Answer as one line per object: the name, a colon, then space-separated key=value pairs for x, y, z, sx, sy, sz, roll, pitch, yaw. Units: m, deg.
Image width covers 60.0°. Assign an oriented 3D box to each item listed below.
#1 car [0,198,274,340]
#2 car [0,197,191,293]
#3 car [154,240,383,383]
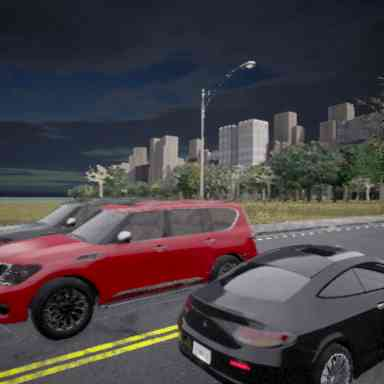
car: x=-1.078 y=1.211 z=6.895 sx=5.566 sy=2.045 sz=2.150 roll=0 pitch=0 yaw=-35
car: x=-2.929 y=1.205 z=9.567 sx=5.566 sy=2.045 sz=2.150 roll=0 pitch=0 yaw=-35
car: x=1.982 y=1.524 z=4.838 sx=4.674 sy=1.442 sz=1.812 roll=0 pitch=0 yaw=-35
